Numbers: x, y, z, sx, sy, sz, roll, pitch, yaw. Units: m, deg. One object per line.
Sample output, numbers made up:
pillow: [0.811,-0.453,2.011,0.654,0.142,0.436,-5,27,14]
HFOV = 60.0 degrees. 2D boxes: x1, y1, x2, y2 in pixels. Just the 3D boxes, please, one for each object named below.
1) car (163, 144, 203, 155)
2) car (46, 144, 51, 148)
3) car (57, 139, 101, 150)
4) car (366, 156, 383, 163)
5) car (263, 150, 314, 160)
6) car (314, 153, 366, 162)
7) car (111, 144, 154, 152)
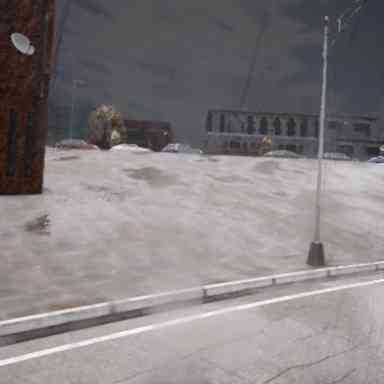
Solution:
car: [-0.898,-4.315,35.967,4.553,1.767,2.185,3,-2,0]
car: [-17.570,-5.077,35.971,4.553,1.767,2.185,3,-2,0]
car: [-12.056,-4.828,35.969,4.553,1.767,2.185,3,-2,0]
car: [21.077,-3.087,36.078,4.674,1.452,2.002,3,-2,-1]
car: [10.026,-3.684,35.962,4.892,1.521,2.231,3,-2,0]
car: [15.540,-3.416,35.969,4.892,1.521,2.231,3,-2,0]
car: [-6.393,-4.402,35.964,4.674,1.452,2.002,3,-2,0]
